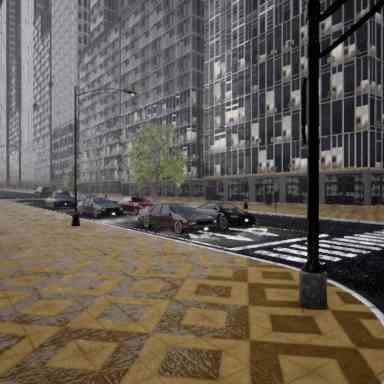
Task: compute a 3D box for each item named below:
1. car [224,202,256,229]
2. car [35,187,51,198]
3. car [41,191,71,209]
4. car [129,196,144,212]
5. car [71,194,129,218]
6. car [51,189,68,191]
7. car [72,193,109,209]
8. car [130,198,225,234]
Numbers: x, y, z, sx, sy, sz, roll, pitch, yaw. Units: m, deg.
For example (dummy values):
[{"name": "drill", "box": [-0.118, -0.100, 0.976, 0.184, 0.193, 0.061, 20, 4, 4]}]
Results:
[{"name": "car", "box": [1.721, 1.309, 19.523, 1.994, 1.385, 4.181, 0, 1, -38]}, {"name": "car", "box": [-28.475, -0.025, 63.764, 2.150, 2.045, 5.566, 0, 1, -38]}, {"name": "car", "box": [-13.397, 0.939, 33.562, 1.994, 1.385, 4.181, 0, 1, -38]}, {"name": "car", "box": [-4.610, 1.082, 27.592, 1.812, 1.442, 4.674, 0, 1, -38]}, {"name": "car", "box": [-7.188, 1.107, 25.614, 2.033, 1.411, 5.357, 0, 1, -38]}, {"name": "car", "box": [-25.349, 0.272, 65.040, 1.837, 1.490, 4.892, 0, 1, -38]}, {"name": "car", "box": [-11.025, 0.913, 35.804, 2.033, 1.411, 5.357, 0, 1, -38]}, {"name": "car", "box": [-0.970, 1.292, 17.687, 2.033, 1.411, 5.357, 0, 1, -38]}]
